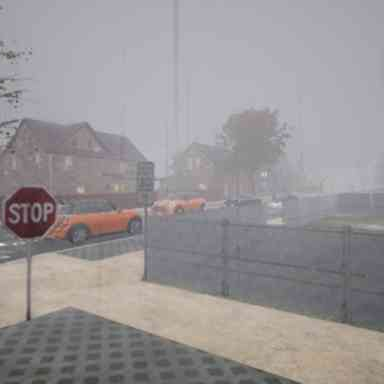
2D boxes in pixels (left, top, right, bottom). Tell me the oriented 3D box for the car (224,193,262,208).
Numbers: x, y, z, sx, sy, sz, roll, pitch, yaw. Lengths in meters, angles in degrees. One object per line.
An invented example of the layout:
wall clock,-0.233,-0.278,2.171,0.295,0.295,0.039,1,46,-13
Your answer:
car,4.942,0.818,32.061,1.895,1.301,4.718,1,2,35

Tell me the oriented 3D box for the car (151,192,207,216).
car,-0.880,0.805,23.867,2.097,1.767,4.553,1,2,35

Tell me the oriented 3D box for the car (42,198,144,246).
car,-4.159,1.081,14.301,2.097,1.767,4.553,1,2,33

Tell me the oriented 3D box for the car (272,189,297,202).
car,11.555,0.444,41.304,2.128,1.511,4.902,1,2,36
